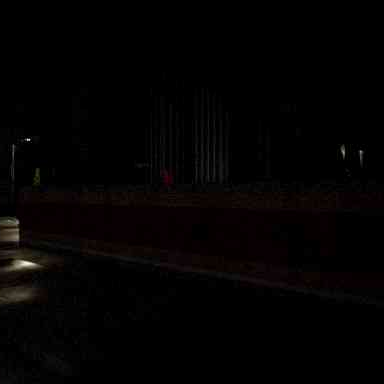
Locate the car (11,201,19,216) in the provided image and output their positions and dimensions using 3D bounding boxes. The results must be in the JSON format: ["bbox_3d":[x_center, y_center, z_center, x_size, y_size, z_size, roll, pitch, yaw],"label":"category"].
[{"bbox_3d":[-12.249,1.603,28.808,2.033,1.411,5.357,0,0,37],"label":"car"}]

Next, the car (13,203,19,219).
[{"bbox_3d":[-10.435,1.656,25.048,1.895,1.301,4.718,0,0,37],"label":"car"}]

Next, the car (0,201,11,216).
[{"bbox_3d":[-16.407,1.547,29.086,2.128,1.511,4.902,0,0,37],"label":"car"}]
